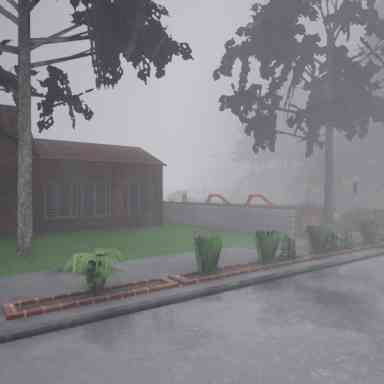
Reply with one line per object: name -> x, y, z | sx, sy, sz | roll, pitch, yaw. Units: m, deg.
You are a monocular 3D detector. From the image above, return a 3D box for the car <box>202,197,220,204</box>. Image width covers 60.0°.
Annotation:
car -> 2.349, 1.547, 54.453 | 2.033, 1.411, 5.357 | 0, 0, -36

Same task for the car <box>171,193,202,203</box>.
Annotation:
car -> -1.291, 1.223, 52.598 | 2.150, 2.045, 5.566 | 0, 0, -35

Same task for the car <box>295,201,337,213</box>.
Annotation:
car -> 12.298, 1.564, 33.496 | 1.994, 1.385, 4.181 | 0, 0, -36
